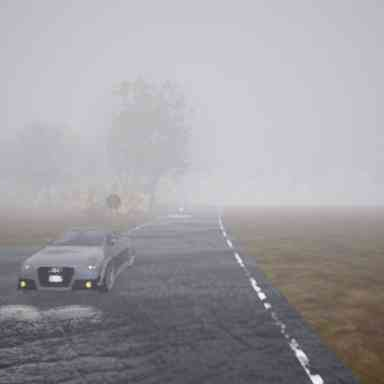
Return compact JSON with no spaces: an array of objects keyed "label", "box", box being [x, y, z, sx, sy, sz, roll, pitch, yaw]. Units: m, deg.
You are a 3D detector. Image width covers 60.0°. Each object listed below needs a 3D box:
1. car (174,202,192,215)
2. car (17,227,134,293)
[{"label":"car","box":[-1.054,2.026,42.158,2.128,1.511,4.902,0,-1,5]},{"label":"car","box":[-2.868,1.682,9.079,1.994,1.385,4.181,0,-1,1]}]
